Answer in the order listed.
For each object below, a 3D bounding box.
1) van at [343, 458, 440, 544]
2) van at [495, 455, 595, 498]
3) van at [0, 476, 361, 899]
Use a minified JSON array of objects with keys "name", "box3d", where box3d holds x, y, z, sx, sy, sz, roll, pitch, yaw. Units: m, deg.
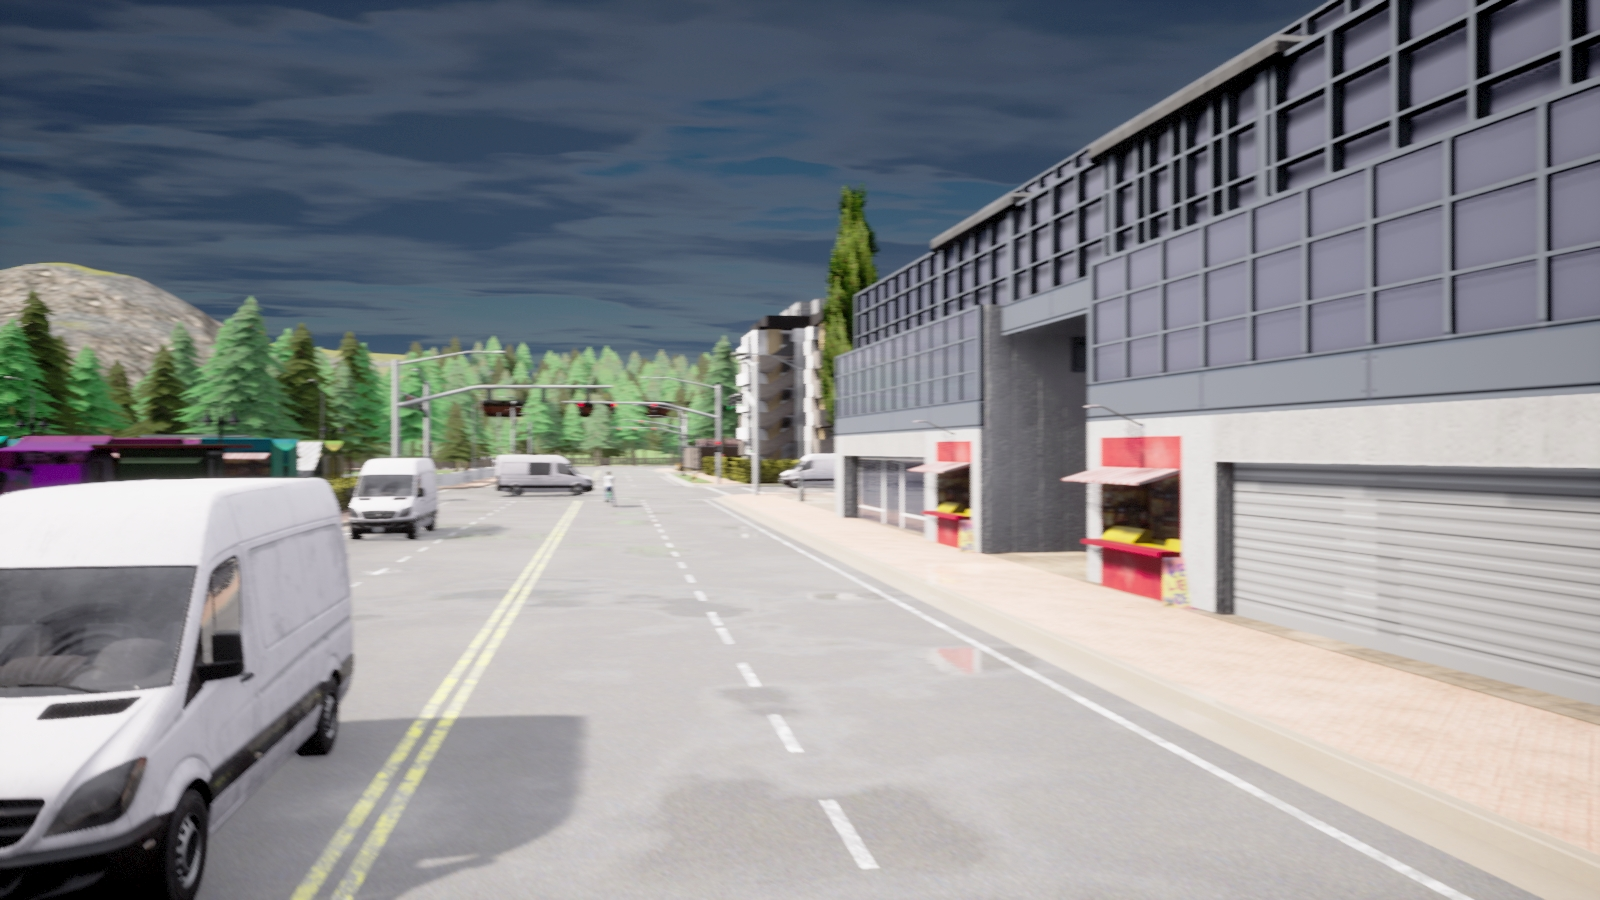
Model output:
[{"name":"van","box3d":[-13.404,1.569,37.876,1.988,2.561,5.915,0,0,-9]},{"name":"van","box3d":[-15.657,1.580,70.359,5.915,2.561,1.988,0,0,-9]},{"name":"van","box3d":[-5.040,1.547,8.767,1.988,2.561,5.915,0,0,-10]}]
